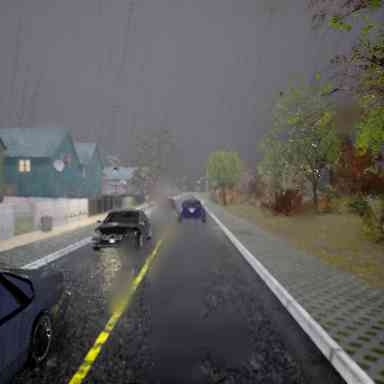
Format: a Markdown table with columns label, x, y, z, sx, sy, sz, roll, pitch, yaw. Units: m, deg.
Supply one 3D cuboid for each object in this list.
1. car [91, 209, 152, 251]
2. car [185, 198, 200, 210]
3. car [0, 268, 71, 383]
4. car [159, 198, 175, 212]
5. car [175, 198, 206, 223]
| label | x | y | z | sx | sy | sz | roll | pitch | yaw |
| --- | --- | --- | --- | --- | --- | --- | --- | --- | --- |
| car | -2.843 | 1.515 | 14.296 | 1.837 | 1.490 | 4.892 | 0 | 0 | 0 |
| car | 0.065 | 1.537 | 44.462 | 1.837 | 1.490 | 4.892 | 0 | 0 | 0 |
| car | -2.845 | 1.549 | 3.025 | 2.033 | 1.411 | 5.357 | 0 | 0 | 0 |
| car | -2.778 | 1.536 | 39.830 | 1.837 | 1.490 | 4.892 | 0 | -1 | 0 |
| car | 0.009 | 1.369 | 26.161 | 2.097 | 1.767 | 4.553 | 0 | 0 | 0 |
